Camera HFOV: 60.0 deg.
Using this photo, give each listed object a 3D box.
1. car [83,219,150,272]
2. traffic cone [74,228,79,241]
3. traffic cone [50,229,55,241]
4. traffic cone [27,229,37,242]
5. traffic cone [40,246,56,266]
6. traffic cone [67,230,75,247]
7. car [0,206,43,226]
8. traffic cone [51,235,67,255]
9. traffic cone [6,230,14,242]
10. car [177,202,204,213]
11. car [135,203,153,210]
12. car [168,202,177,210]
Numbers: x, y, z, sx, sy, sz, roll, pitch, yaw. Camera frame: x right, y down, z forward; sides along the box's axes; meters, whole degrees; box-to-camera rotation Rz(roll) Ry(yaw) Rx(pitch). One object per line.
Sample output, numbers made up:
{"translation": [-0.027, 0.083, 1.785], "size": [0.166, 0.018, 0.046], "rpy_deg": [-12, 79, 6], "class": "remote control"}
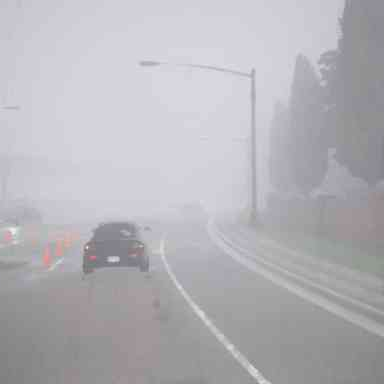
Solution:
{"translation": [-2.388, 1.631, 11.086], "size": [1.812, 1.442, 4.674], "rpy_deg": [-1, 0, -8], "class": "car"}
{"translation": [-5.865, 2.118, 16.650], "size": [0.340, 0.580, 0.340], "rpy_deg": [0, 0, -11], "class": "traffic cone"}
{"translation": [-6.845, 2.118, 16.455], "size": [0.340, 0.580, 0.340], "rpy_deg": [0, 0, -11], "class": "traffic cone"}
{"translation": [-7.825, 2.118, 16.259], "size": [0.340, 0.580, 0.340], "rpy_deg": [0, -1, -11], "class": "traffic cone"}
{"translation": [-4.689, 2.056, 10.769], "size": [0.340, 0.580, 0.340], "rpy_deg": [0, -1, -11], "class": "traffic cone"}
{"translation": [-5.473, 2.097, 14.690], "size": [0.340, 0.580, 0.340], "rpy_deg": [0, -1, -11], "class": "traffic cone"}
{"translation": [-13.573, 1.834, 26.405], "size": [1.812, 1.442, 4.674], "rpy_deg": [0, -1, 4], "class": "car"}
{"translation": [-5.081, 2.076, 12.728], "size": [0.340, 0.580, 0.340], "rpy_deg": [0, 0, -11], "class": "traffic cone"}
{"translation": [-8.806, 2.117, 16.065], "size": [0.340, 0.580, 0.340], "rpy_deg": [0, -1, -11], "class": "traffic cone"}
{"translation": [0.142, 2.080, 45.732], "size": [2.033, 1.411, 5.357], "rpy_deg": [-1, -2, 16], "class": "car"}
{"translation": [-8.966, 2.717, 62.561], "size": [1.994, 1.385, 4.181], "rpy_deg": [-1, -3, 22], "class": "car"}
{"translation": [-3.014, 2.743, 67.341], "size": [2.097, 1.767, 4.553], "rpy_deg": [-1, -3, 25], "class": "car"}
